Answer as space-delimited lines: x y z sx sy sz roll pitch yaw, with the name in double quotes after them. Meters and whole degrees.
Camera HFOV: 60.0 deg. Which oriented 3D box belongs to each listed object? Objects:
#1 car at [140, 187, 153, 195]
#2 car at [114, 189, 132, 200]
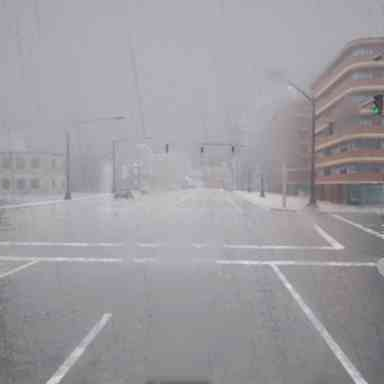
-9.058 -0.308 66.132 1.882 1.535 5.008 0 2 4 "car"
-10.203 0.314 49.728 1.812 1.442 4.674 0 2 4 "car"
